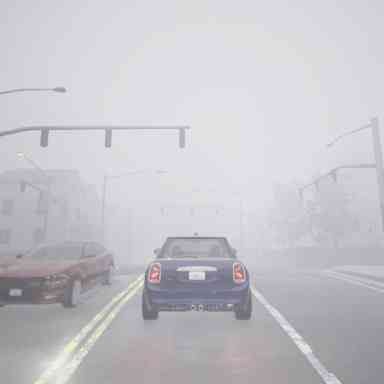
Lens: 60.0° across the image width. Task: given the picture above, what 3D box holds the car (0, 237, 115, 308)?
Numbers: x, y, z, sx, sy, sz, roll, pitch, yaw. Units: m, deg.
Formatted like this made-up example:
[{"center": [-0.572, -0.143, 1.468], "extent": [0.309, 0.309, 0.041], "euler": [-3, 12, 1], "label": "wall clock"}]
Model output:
[{"center": [-3.517, 2.044, 9.213], "extent": [1.882, 1.535, 5.008], "euler": [0, -7, 1], "label": "car"}]

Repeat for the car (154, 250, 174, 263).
[{"center": [-3.651, 8.603, 44.250], "extent": [2.128, 1.511, 4.902], "euler": [0, -11, 0], "label": "car"}]

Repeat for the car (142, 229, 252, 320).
[{"center": [0.089, 1.808, 8.244], "extent": [2.097, 1.767, 4.553], "euler": [0, -7, 0], "label": "car"}]
